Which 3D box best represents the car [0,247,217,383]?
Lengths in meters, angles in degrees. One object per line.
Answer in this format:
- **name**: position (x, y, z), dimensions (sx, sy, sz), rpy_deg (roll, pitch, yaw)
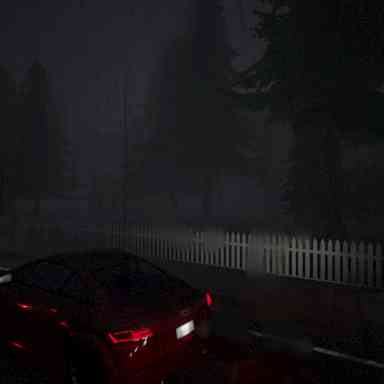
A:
- **car**: position (-1.727, 1.564, 5.008), dimensions (4.181, 1.385, 1.994), rpy_deg (0, 0, 35)
